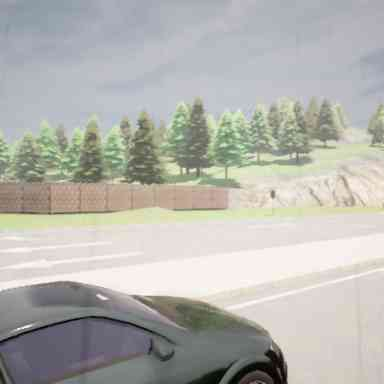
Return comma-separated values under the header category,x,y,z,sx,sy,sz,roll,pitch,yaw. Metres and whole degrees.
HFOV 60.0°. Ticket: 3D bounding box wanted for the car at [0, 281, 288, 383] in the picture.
category,x,y,z,sx,sy,sz,roll,pitch,yaw
car,-1.060,1.572,2.993,4.181,1.385,1.994,1,0,-35
